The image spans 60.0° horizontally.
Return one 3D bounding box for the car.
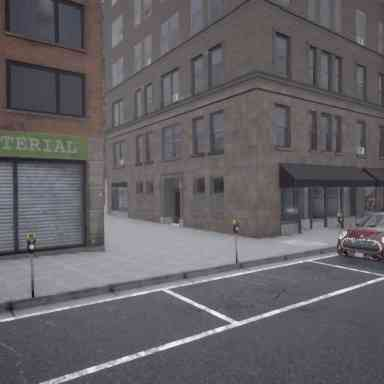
[{"bbox_3d":[6.841,1.438,11.555,4.097,1.590,1.967,0,-1,-36],"label":"car"}]
